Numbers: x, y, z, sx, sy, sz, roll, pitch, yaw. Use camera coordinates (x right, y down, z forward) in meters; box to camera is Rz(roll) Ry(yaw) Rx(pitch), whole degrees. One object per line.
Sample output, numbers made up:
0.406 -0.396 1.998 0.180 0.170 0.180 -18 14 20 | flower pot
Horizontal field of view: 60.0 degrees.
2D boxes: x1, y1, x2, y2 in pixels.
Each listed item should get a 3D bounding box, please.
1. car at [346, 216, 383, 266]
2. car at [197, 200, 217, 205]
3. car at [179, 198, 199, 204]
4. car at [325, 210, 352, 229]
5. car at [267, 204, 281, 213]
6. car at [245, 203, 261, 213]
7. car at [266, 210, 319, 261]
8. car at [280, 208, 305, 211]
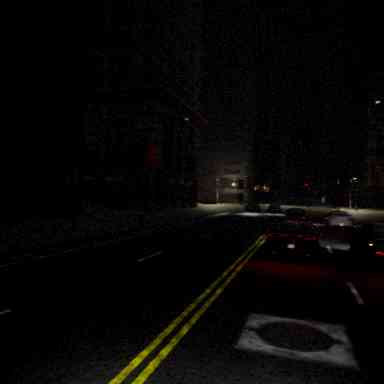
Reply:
7.191 1.898 12.542 1.812 1.442 4.674 1 -1 19 | car
4.380 2.677 88.391 4.507 1.381 1.887 2 0 18 | car
-0.815 2.484 90.045 4.829 1.417 1.752 2 0 18 | car
11.813 2.217 26.793 1.812 1.442 4.674 1 -1 19 | car
12.629 2.551 50.798 1.812 1.442 4.674 1 -1 18 | car
9.544 2.439 51.822 2.128 1.511 4.902 1 -1 18 | car
4.260 1.784 14.010 1.882 1.535 5.008 1 0 19 | car
8.492 2.106 27.107 1.837 1.490 4.892 1 0 18 | car
